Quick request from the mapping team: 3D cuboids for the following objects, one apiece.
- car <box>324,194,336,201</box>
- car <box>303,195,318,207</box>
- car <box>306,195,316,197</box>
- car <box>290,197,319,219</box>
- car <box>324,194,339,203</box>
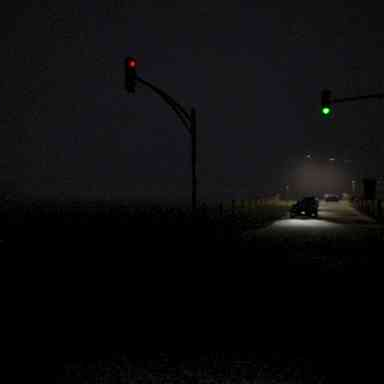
[{"bbox_3d":[26.074,1.042,63.067,1.895,1.301,4.718,-1,0,21],"label":"car"},{"bbox_3d":[16.293,1.162,45.577,1.812,1.442,4.674,-1,0,21],"label":"car"},{"bbox_3d":[12.635,1.241,36.105,1.812,1.442,4.674,-1,0,21],"label":"car"},{"bbox_3d":[9.043,1.357,26.755,1.994,1.385,4.181,-1,0,22],"label":"car"},{"bbox_3d":[22.557,0.997,53.668,1.882,1.535,5.008,-1,0,21],"label":"car"}]
